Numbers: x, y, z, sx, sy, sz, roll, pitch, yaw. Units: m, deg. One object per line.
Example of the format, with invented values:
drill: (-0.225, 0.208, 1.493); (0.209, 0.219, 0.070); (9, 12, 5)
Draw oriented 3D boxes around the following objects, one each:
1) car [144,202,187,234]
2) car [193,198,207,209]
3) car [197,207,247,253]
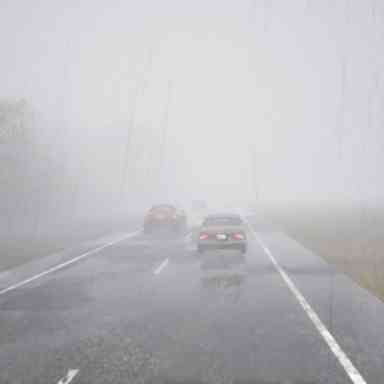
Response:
car: (-1.550, 1.498, 20.896); (2.097, 1.767, 4.553); (-2, 0, 6)
car: (1.161, 1.654, 47.596); (1.837, 1.490, 4.892); (-2, 0, 6)
car: (1.244, 1.559, 13.706); (2.033, 1.411, 5.357); (-2, 0, 6)
